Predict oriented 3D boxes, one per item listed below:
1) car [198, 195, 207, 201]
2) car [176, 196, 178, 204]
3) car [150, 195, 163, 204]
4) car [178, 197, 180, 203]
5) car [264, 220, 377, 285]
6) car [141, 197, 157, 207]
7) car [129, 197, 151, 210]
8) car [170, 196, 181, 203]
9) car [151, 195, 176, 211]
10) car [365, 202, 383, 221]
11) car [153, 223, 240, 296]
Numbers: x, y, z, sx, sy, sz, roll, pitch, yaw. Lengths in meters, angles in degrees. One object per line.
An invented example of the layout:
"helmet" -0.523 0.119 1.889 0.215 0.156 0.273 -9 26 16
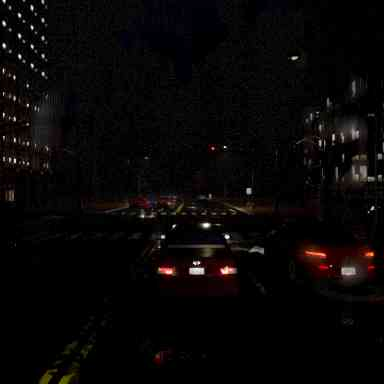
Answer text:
"car" 2.529 1.391 82.793 1.812 1.442 4.674 0 0 -4
"car" -3.413 1.455 49.457 1.837 1.490 4.892 0 0 0
"car" -6.674 1.427 62.472 1.837 1.490 4.892 0 0 0
"car" -3.418 1.421 59.077 2.128 1.511 4.902 0 0 0
"car" 3.336 1.522 9.398 1.812 1.442 4.674 0 0 0
"car" -6.670 1.470 52.107 1.812 1.442 4.674 0 0 0
"car" -6.657 1.441 42.187 1.882 1.535 5.008 0 0 0
"car" -3.433 1.471 69.111 1.994 1.385 4.181 0 0 -1
"car" -3.402 1.319 40.565 2.097 1.767 4.553 0 0 0
"car" 16.986 1.279 26.653 5.566 2.045 2.150 0 0 3
"car" 0.088 1.544 8.814 2.033 1.411 5.357 0 0 0
